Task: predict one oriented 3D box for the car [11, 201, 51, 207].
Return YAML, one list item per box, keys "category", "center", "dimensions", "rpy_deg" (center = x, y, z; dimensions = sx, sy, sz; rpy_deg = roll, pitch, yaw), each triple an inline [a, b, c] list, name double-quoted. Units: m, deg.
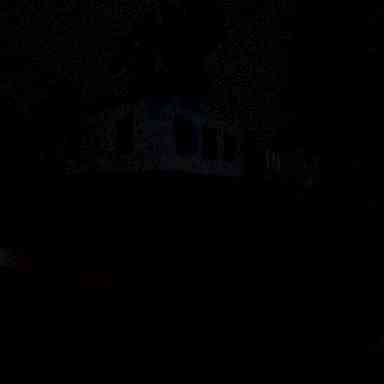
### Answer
- category: "car"
  center: [-14.698, 1.528, 29.171]
  dimensions: [2.033, 1.411, 5.357]
  rpy_deg: [0, 0, 29]
